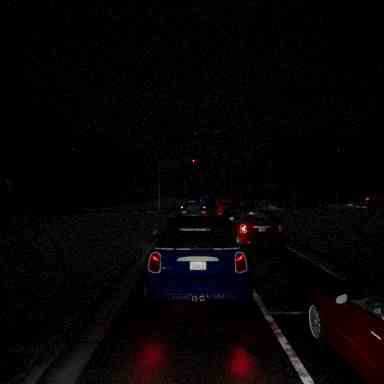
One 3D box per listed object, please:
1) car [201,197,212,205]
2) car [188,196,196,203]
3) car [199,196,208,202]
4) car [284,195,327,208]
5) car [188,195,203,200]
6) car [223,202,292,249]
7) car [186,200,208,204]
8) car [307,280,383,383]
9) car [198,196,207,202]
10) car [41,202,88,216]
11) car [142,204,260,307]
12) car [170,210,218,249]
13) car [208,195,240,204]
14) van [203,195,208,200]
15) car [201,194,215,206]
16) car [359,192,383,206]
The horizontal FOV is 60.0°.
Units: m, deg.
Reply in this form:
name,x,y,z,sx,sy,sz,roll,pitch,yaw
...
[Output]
name,x,y,z,sx,sy,sz,roll,pitch,yaw
car,2.635,1.644,62.359,1.802,1.307,4.206,-1,0,0
car,0.028,1.613,72.912,1.812,1.442,4.674,0,0,0
car,2.636,1.654,78.579,2.008,1.369,4.403,-1,0,0
car,13.575,1.132,39.883,4.892,1.490,1.837,-1,1,0
car,0.133,1.527,48.761,2.128,1.511,4.902,0,0,0
car,2.629,1.441,14.381,1.967,1.590,4.097,-1,0,0
car,0.105,1.572,25.477,1.994,1.385,4.181,0,0,-1
car,2.629,1.581,3.576,1.802,1.307,4.206,-1,0,0
car,2.637,1.664,83.985,1.887,1.381,4.507,-1,0,0
car,-14.107,1.873,36.916,4.902,1.511,2.128,-2,1,0
car,0.070,1.352,8.130,2.097,1.767,4.553,0,0,-1
car,0.096,1.602,15.465,1.895,1.301,4.718,0,0,0
car,2.628,1.323,25.186,2.192,1.841,5.009,-1,0,0
van,2.631,1.382,51.547,1.690,1.788,3.998,-1,0,0
car,2.631,1.366,56.953,2.192,1.841,5.009,-1,0,0
car,22.527,0.764,39.884,4.553,1.767,2.097,-1,1,0
